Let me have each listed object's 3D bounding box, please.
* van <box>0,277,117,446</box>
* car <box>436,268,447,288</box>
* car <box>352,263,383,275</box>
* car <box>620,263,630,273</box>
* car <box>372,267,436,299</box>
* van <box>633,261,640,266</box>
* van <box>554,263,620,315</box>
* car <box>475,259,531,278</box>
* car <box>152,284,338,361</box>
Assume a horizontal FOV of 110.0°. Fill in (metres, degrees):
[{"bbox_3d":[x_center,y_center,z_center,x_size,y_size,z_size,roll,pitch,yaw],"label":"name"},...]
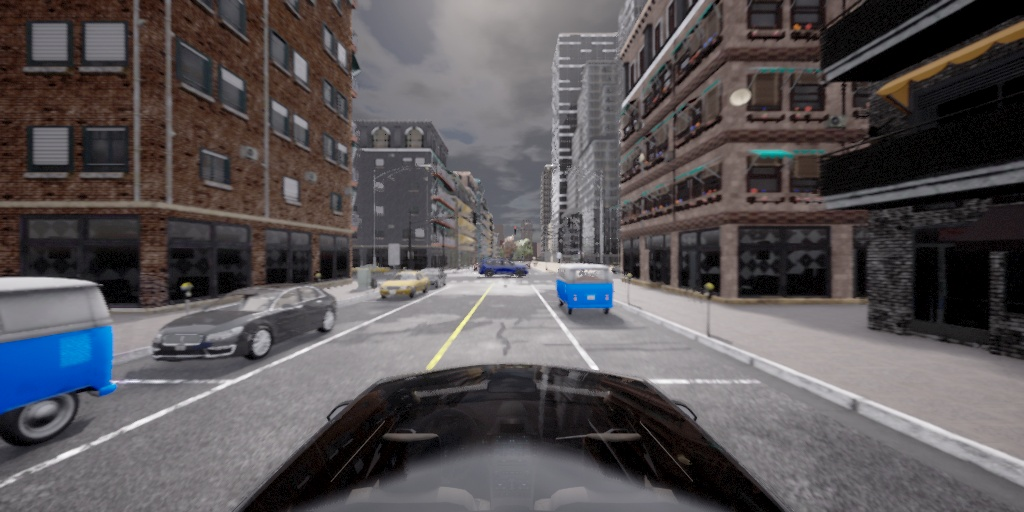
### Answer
[{"bbox_3d":[-5.693,1.099,2.679,1.690,1.789,3.998,0,0,0],"label":"van"},{"bbox_3d":[-5.695,1.504,25.333,2.007,1.370,4.403,0,0,0],"label":"car"},{"bbox_3d":[-17.888,1.631,45.314,4.829,1.417,1.751,0,0,0],"label":"car"},{"bbox_3d":[14.670,1.600,45.371,4.313,1.339,1.948,0,0,0],"label":"car"},{"bbox_3d":[-5.694,1.430,19.499,1.751,1.417,4.829,0,0,0],"label":"car"},{"bbox_3d":[14.684,1.426,36.990,3.998,1.789,1.690,0,0,0],"label":"van"},{"bbox_3d":[2.687,1.196,13.971,1.690,1.789,3.998,0,0,0],"label":"van"},{"bbox_3d":[-0.922,1.381,39.646,5.566,2.045,2.150,0,0,0],"label":"car"},{"bbox_3d":[-5.693,1.357,8.342,2.007,1.370,4.403,0,0,0],"label":"car"}]
